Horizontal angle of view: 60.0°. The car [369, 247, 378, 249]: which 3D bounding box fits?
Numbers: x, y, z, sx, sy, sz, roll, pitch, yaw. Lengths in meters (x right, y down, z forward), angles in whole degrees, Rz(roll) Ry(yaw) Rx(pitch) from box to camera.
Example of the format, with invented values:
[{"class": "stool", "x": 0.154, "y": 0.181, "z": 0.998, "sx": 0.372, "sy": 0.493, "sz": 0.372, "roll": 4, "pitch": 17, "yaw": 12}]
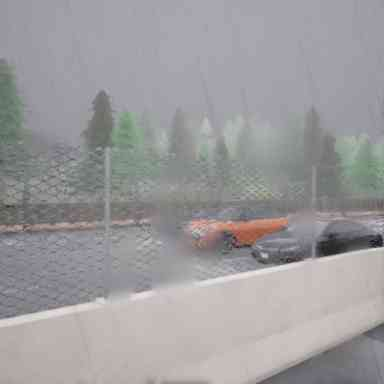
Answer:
[{"class": "car", "x": 4.016, "y": 1.501, "z": 10.378, "sx": 4.674, "sy": 1.442, "sz": 1.812, "roll": 0, "pitch": 0, "yaw": -29}]
